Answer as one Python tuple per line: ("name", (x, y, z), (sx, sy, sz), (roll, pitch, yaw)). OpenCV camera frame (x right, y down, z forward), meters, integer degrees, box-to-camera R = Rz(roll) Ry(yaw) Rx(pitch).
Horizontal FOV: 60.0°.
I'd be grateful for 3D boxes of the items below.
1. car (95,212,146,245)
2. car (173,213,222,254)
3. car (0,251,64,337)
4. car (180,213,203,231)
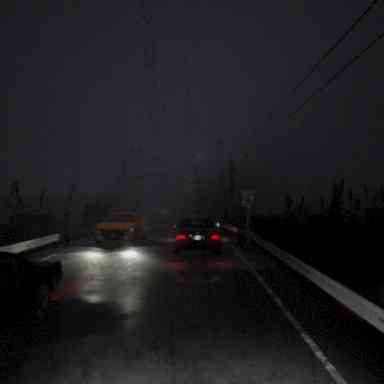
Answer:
("car", (-3.543, 1.773, 17.255), (1.882, 1.535, 5.008), (0, -3, 0))
("car", (0.173, 1.727, 14.172), (2.033, 1.411, 5.357), (0, -2, -1))
("car", (-3.581, 1.604, 4.616), (1.895, 1.301, 4.718), (0, 0, 0))
("car", (-0.088, 2.559, 28.744), (1.812, 1.442, 4.674), (0, -5, -1))
